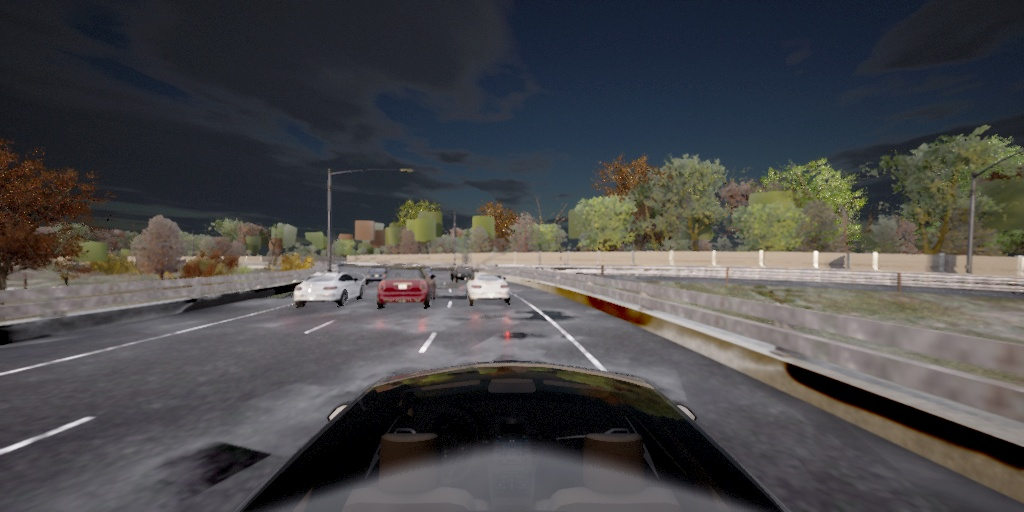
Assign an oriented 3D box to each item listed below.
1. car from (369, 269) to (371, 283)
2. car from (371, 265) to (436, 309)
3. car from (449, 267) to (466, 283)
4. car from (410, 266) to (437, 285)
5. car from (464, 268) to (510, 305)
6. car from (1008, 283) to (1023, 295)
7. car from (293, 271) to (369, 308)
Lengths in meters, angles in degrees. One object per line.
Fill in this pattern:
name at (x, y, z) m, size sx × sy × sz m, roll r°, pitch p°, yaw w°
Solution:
car at (-11.021, 1.601, 29.813) m, size 2.033 × 1.411 × 5.357 m, roll 0°, pitch -1°, yaw -16°
car at (-4.604, 1.257, 16.201) m, size 2.097 × 1.767 × 4.553 m, roll 0°, pitch -1°, yaw -8°
car at (-4.477, 1.674, 32.337) m, size 1.895 × 1.301 × 4.718 m, roll 0°, pitch -1°, yaw -17°
car at (-7.635, 1.607, 30.712) m, size 2.033 × 1.411 × 5.357 m, roll 0°, pitch -1°, yaw -16°
car at (-1.202, 1.437, 17.100) m, size 1.812 × 1.442 × 4.674 m, roll 0°, pitch 0°, yaw -9°
car at (39.028, 2.211, 25.494) m, size 4.674 × 1.442 × 1.812 m, roll 3°, pitch 1°, yaw 28°
car at (-8.146, 1.435, 16.237) m, size 1.812 × 1.442 × 4.674 m, roll 0°, pitch 0°, yaw -9°
